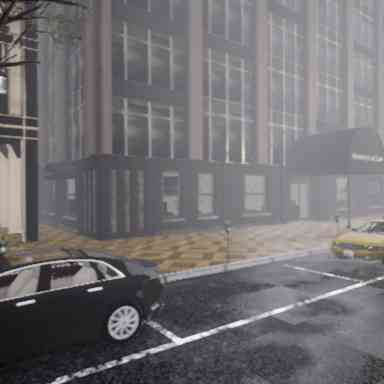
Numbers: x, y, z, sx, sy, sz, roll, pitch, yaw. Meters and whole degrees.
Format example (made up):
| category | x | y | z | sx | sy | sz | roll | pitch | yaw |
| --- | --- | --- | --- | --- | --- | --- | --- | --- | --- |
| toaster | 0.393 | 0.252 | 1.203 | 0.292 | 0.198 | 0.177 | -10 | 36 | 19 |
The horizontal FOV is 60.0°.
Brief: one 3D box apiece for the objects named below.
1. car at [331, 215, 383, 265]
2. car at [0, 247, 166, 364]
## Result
| category | x | y | z | sx | sy | sz | roll | pitch | yaw |
| --- | --- | --- | --- | --- | --- | --- | --- | --- | --- |
| car | 6.631 | 1.507 | 11.350 | 4.829 | 1.417 | 1.752 | 0 | 0 | -36 |
| car | -2.479 | 1.556 | 4.790 | 4.403 | 1.369 | 2.008 | 0 | 0 | -36 |
